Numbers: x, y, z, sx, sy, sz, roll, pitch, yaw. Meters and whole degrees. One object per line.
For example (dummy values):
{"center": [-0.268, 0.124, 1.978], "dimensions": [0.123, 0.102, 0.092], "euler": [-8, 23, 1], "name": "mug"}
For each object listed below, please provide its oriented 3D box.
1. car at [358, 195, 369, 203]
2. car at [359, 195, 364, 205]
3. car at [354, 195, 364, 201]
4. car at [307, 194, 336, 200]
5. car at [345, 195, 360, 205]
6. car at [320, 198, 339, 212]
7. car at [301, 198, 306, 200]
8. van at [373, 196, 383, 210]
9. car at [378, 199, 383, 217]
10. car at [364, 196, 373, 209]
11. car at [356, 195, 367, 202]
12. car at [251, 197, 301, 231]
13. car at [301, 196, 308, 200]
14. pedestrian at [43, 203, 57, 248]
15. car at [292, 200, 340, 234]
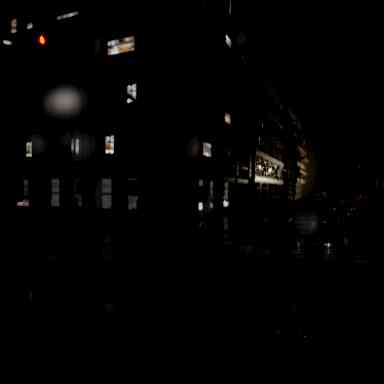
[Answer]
{"center": [35.006, 1.414, 67.996], "dimensions": [1.887, 1.381, 4.507], "euler": [1, 1, 24], "name": "car"}
{"center": [28.195, 1.465, 52.797], "dimensions": [2.008, 1.369, 4.403], "euler": [1, 0, 24], "name": "car"}
{"center": [41.818, 1.373, 83.196], "dimensions": [2.008, 1.369, 4.403], "euler": [1, 1, 24], "name": "car"}
{"center": [11.505, 1.277, 28.736], "dimensions": [2.097, 1.767, 4.553], "euler": [1, 0, 24], "name": "car"}
{"center": [26.237, 1.361, 54.705], "dimensions": [1.882, 1.535, 5.008], "euler": [1, 0, 24], "name": "car"}
{"center": [15.767, 1.427, 38.068], "dimensions": [1.812, 1.442, 4.674], "euler": [1, 0, 24], "name": "car"}
{"center": [7.380, 1.452, 25.620], "dimensions": [1.887, 1.381, 4.507], "euler": [1, 0, 24], "name": "car"}
{"center": [19.115, 1.310, 32.530], "dimensions": [1.690, 1.788, 3.998], "euler": [1, 0, 24], "name": "van"}
{"center": [16.841, 1.564, 27.465], "dimensions": [1.802, 1.307, 4.206], "euler": [1, 0, 24], "name": "car"}
{"center": [23.655, 1.382, 42.663], "dimensions": [1.967, 1.590, 4.097], "euler": [1, 0, 24], "name": "car"}
{"center": [37.277, 1.398, 73.063], "dimensions": [1.887, 1.381, 4.507], "euler": [1, 1, 24], "name": "car"}
{"center": [5.112, 1.235, 20.552], "dimensions": [2.192, 1.841, 5.009], "euler": [1, 0, 24], "name": "car"}
{"center": [11.922, 1.426, 35.753], "dimensions": [1.887, 1.381, 4.507], "euler": [1, 0, 24], "name": "car"}
{"center": [-5.687, 1.304, 13.213], "dimensions": [0.375, 1.860, 0.375], "euler": [1, 1, 25], "name": "pedestrian"}
{"center": [7.342, 1.453, 19.399], "dimensions": [1.837, 1.490, 4.892], "euler": [1, 0, 26], "name": "car"}
